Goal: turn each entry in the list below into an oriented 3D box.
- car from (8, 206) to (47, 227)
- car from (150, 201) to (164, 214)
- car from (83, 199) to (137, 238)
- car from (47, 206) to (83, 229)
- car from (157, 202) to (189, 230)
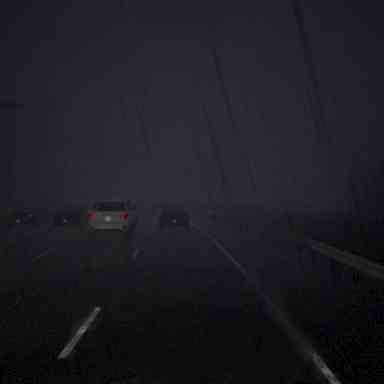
[{"bbox_3d":[-12.087,1.777,24.865,1.812,1.442,4.674,0,-1,-7],"label":"car"},{"bbox_3d":[-4.016,1.845,40.626,1.882,1.535,5.008,0,-1,-11],"label":"car"},{"bbox_3d":[-4.410,1.401,19.066,2.150,2.045,5.566,0,-1,-6],"label":"car"},{"bbox_3d":[-8.425,1.709,23.731,1.882,1.535,5.008,0,-1,-7],"label":"car"},{"bbox_3d":[-1.312,1.684,23.041,1.882,1.535,5.008,0,0,-6],"label":"car"}]
